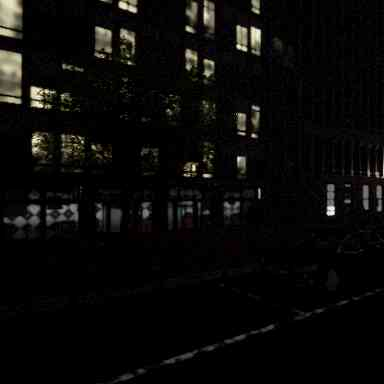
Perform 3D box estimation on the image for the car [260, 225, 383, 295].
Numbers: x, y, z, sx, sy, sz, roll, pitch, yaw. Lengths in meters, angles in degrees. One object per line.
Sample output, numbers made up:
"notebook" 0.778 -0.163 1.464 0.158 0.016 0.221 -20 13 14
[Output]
"car" 3.687 1.596 8.730 4.403 1.369 2.008 0 0 -36
